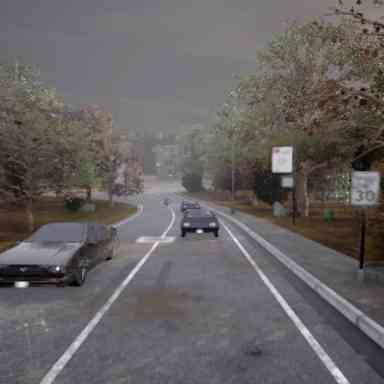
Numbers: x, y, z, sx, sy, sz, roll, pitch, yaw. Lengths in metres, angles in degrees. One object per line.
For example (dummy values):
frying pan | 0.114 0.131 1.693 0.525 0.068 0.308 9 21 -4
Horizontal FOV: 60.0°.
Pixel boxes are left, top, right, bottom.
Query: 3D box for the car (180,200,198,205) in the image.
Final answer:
car | -0.300 1.498 35.853 1.895 1.301 4.718 0 1 -6

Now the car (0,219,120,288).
car | -3.454 1.517 9.496 2.033 1.411 5.357 0 0 1

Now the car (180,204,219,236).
car | 0.393 1.563 17.941 1.895 1.301 4.718 0 0 1
